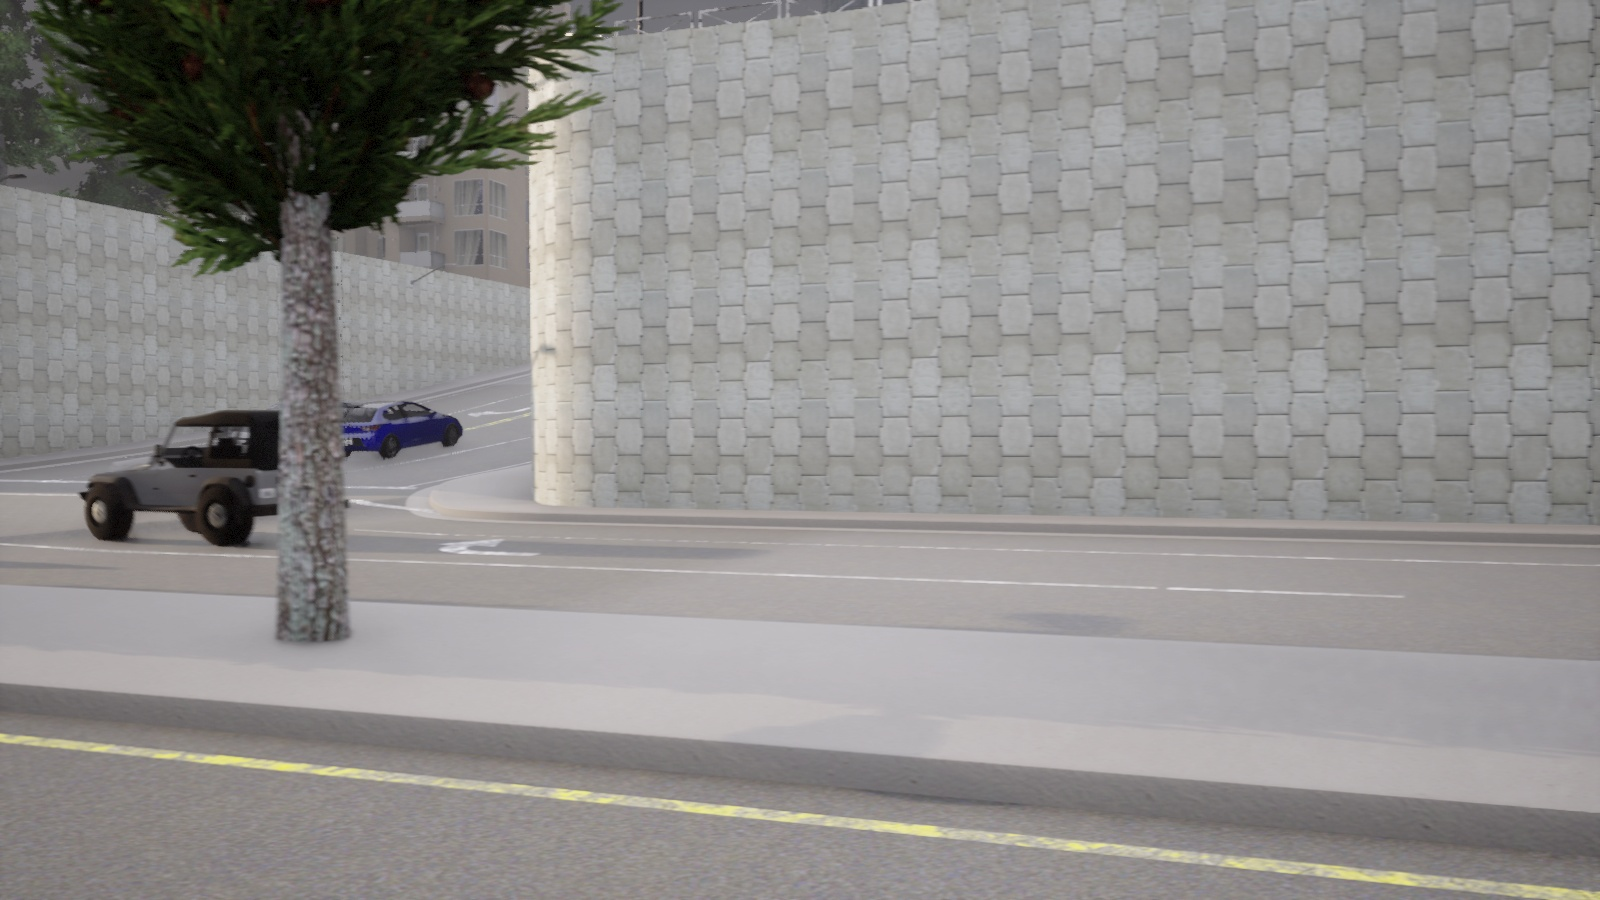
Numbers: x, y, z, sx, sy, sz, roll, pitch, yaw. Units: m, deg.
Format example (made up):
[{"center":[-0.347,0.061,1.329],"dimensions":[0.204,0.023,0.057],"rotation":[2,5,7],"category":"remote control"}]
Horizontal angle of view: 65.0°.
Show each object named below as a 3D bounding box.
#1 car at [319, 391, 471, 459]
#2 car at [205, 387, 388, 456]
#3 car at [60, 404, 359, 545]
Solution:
[{"center":[-11.240,-0.767,35.197],"dimensions":[1.816,1.474,4.193],"rotation":[1,7,20],"category":"car"},{"center":[-14.482,-0.899,36.490],"dimensions":[2.128,1.511,4.902],"rotation":[1,7,20],"category":"car"},{"center":[-8.660,0.294,18.451],"dimensions":[3.866,1.878,1.905],"rotation":[1,1,24],"category":"car"}]
